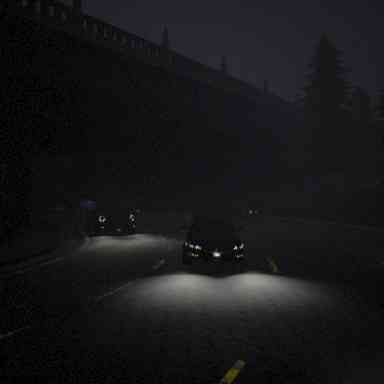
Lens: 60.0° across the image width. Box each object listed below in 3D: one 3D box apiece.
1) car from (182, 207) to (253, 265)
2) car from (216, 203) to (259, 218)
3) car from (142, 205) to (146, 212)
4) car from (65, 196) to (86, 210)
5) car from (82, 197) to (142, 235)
[{"bbox_3d":[0.667,1.515,11.791,1.837,1.490,4.892,2,0,-1],"label":"car"},{"bbox_3d":[3.135,1.575,27.295,2.033,1.411,5.357,0,0,-31],"label":"car"},{"bbox_3d":[-6.880,1.609,34.839,1.895,1.301,4.718,0,0,-42],"label":"car"},{"bbox_3d":[-14.189,1.347,42.124,4.553,1.767,2.097,0,0,44],"label":"car"},{"bbox_3d":[-4.707,1.353,18.952,2.097,1.767,4.553,0,0,-27],"label":"car"}]
